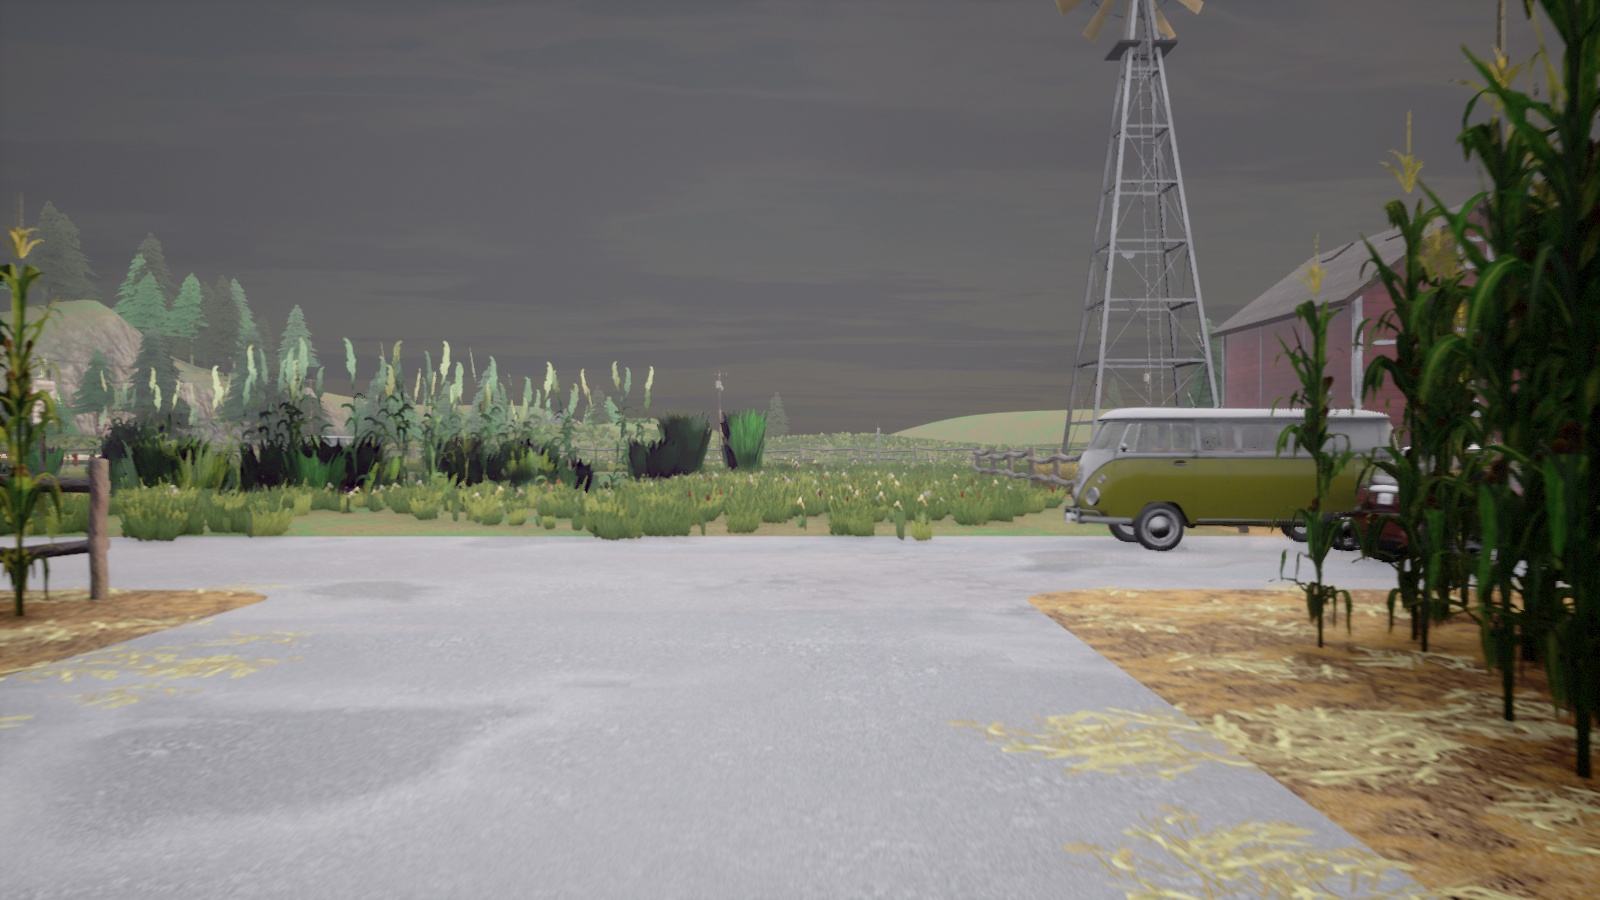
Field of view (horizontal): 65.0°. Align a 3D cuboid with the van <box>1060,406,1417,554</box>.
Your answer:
[{"bbox_3d":[6.092,0.399,17.808,4.442,1.987,1.775,0,0,0],"label":"van"}]

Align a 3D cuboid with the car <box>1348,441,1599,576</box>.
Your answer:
[{"bbox_3d":[8.757,0.631,14.703,3.806,1.475,1.970,0,0,0],"label":"car"}]

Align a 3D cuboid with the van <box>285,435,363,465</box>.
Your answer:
[{"bbox_3d":[-31.422,-0.019,82.942,4.442,1.987,1.775,0,0,6],"label":"van"}]
